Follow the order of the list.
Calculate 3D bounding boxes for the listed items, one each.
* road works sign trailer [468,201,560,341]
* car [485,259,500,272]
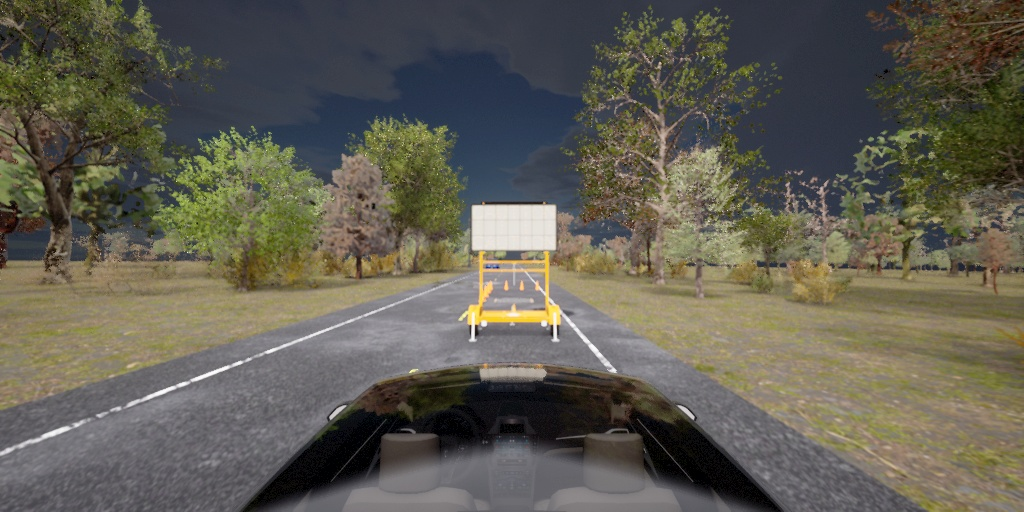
[{"bbox_3d":[0.060,0.281,10.051,2.380,3.560,2.880,0,0,0],"label":"road works sign trailer"},{"bbox_3d":[-3.187,1.497,58.931,2.150,2.045,5.566,0,-1,0],"label":"car"}]
